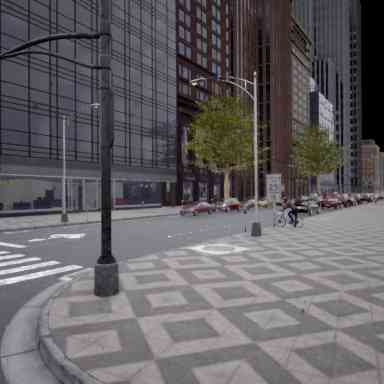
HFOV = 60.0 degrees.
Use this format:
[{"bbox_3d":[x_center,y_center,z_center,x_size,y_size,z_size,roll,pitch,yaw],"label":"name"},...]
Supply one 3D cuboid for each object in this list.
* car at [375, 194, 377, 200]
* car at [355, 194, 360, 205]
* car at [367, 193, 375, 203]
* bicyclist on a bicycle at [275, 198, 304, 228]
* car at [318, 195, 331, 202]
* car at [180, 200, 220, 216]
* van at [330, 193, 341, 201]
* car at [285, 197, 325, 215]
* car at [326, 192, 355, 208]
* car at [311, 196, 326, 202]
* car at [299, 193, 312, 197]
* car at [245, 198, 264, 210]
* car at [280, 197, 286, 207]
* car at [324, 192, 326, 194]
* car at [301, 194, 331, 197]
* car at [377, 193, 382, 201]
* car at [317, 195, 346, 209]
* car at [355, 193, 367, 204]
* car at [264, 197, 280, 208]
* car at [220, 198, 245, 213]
[{"bbox_3d":[36.437,1.301,68.766,1.752,1.417,4.829,-1,0,35],"label":"car"},{"bbox_3d":[23.549,1.377,50.049,1.947,1.339,4.313,0,0,35],"label":"car"},{"bbox_3d":[33.142,1.098,63.983,2.192,1.841,5.009,0,0,35],"label":"car"},{"bbox_3d":[5.325,1.177,18.357,1.656,1.620,0.582,-1,0,35],"label":"bicyclist on a bicycle"},{"bbox_3d":[29.325,1.426,73.469,1.802,1.307,4.206,0,0,35],"label":"car"},{"bbox_3d":[0.542,1.524,31.665,1.802,1.307,4.206,0,0,35],"label":"car"},{"bbox_3d":[35.719,1.184,82.761,1.690,1.788,3.998,-1,0,35],"label":"van"},{"bbox_3d":[10.759,1.424,31.471,1.947,1.339,4.313,0,0,35],"label":"car"},{"bbox_3d":[20.351,1.136,45.406,2.192,1.841,5.009,0,0,35],"label":"car"},{"bbox_3d":[26.128,1.417,68.825,1.947,1.339,4.313,0,0,35],"label":"car"},{"bbox_3d":[19.730,1.415,59.535,1.887,1.381,4.507,0,0,35],"label":"car"},{"bbox_3d":[6.938,1.494,40.955,1.802,1.307,4.206,0,0,35],"label":"car"},{"bbox_3d":[13.334,1.455,50.245,1.947,1.339,4.313,0,0,35],"label":"car"},{"bbox_3d":[22.274,1.051,52.731,2.150,2.045,5.566,-1,0,35],"label":"car"},{"bbox_3d":[16.585,1.339,44.467,2.128,1.511,4.902,-1,0,35],"label":"car"},{"bbox_3d":[42.736,1.357,77.914,1.802,1.307,4.206,-1,0,35],"label":"car"},{"bbox_3d":[17.154,1.376,40.760,1.887,1.381,4.507,0,0,35],"label":"car"},{"bbox_3d":[26.746,1.117,54.694,2.192,1.841,5.009,0,0,35],"label":"car"},{"bbox_3d":[10.039,1.426,45.459,1.752,1.417,4.829,0,0,35],"label":"car"},{"bbox_3d":[3.739,1.366,36.310,1.967,1.590,4.097,0,0,35],"label":"car"}]
